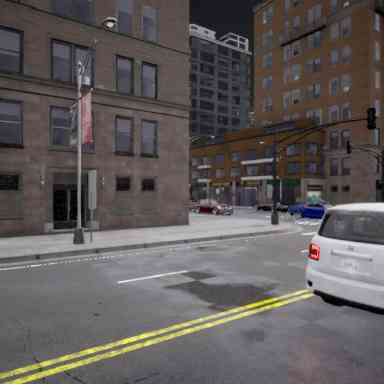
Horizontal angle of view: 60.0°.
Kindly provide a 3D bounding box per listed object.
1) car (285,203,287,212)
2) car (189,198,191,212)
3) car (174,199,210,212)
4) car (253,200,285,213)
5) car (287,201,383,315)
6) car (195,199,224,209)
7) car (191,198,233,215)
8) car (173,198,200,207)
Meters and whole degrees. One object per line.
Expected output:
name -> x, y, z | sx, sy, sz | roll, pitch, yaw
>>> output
car -> 9.987, 1.474, 25.686 | 1.882, 1.535, 5.008 | 0, 0, -36
car -> -1.045, 1.421, 36.855 | 1.967, 1.590, 4.097 | 0, 0, -35
car -> -0.106, 1.592, 39.915 | 1.895, 1.301, 4.718 | 0, 0, -35
car -> 8.688, 1.580, 36.994 | 1.947, 1.339, 4.313 | 0, 0, -35
car -> 4.665, 1.223, 6.780 | 5.566, 2.045, 2.150 | 0, 0, -36
car -> 2.318, 1.594, 45.990 | 1.802, 1.307, 4.206 | 0, 0, -35
car -> 2.139, 1.423, 32.357 | 1.967, 1.590, 4.097 | 0, 0, -35
car -> -0.866, 1.579, 50.487 | 1.947, 1.339, 4.313 | 0, 0, -35
